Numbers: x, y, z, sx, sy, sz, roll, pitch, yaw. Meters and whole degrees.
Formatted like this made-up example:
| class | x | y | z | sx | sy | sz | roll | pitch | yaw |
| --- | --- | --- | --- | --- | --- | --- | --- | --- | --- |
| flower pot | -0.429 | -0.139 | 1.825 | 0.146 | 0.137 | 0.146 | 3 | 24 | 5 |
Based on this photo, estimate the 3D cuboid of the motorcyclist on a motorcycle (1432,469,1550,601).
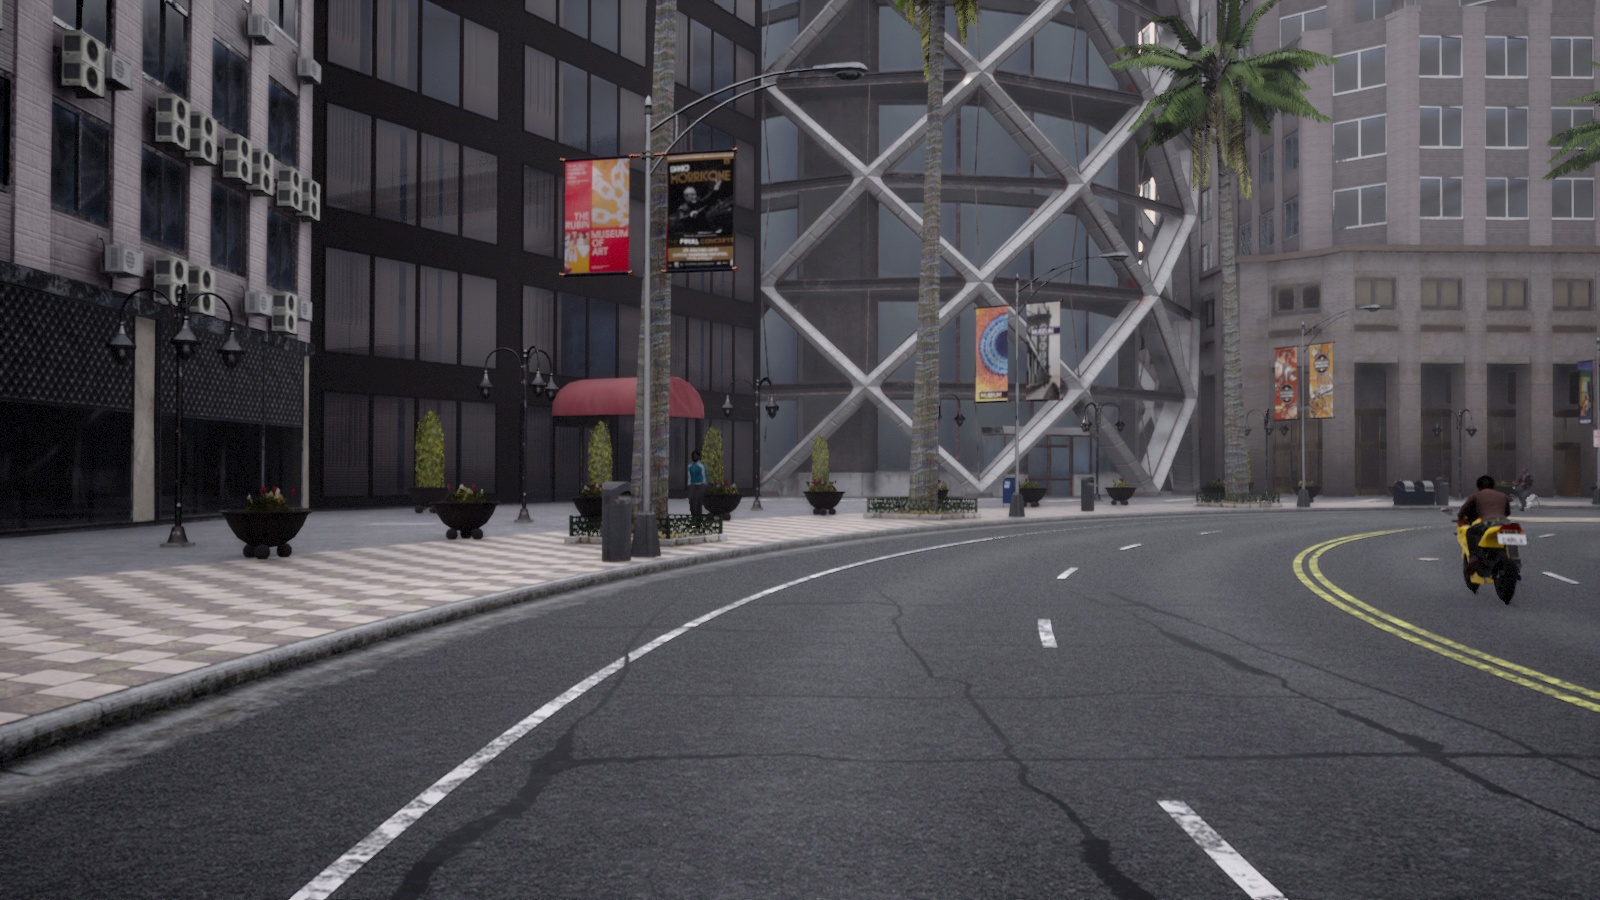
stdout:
| class | x | y | z | sx | sy | sz | roll | pitch | yaw |
| --- | --- | --- | --- | --- | --- | --- | --- | --- | --- |
| motorcyclist on a motorcycle | 8.559 | 1.004 | 15.656 | 0.797 | 1.523 | 2.044 | 0 | -1 | 14 |

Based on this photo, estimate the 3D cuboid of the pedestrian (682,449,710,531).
| class | x | y | z | sx | sy | sz | roll | pitch | yaw |
| --- | --- | --- | --- | --- | --- | --- | --- | --- | --- |
| pedestrian | -2.495 | 0.949 | 30.164 | 0.396 | 1.930 | 0.692 | -1 | -1 | 24 |

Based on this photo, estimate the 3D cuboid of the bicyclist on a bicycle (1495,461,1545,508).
| class | x | y | z | sx | sy | sz | roll | pitch | yaw |
| --- | --- | --- | --- | --- | --- | --- | --- | --- | --- |
| bicyclist on a bicycle | 27.603 | 1.323 | 48.158 | 1.843 | 1.776 | 0.659 | 0 | -1 | -21 |
